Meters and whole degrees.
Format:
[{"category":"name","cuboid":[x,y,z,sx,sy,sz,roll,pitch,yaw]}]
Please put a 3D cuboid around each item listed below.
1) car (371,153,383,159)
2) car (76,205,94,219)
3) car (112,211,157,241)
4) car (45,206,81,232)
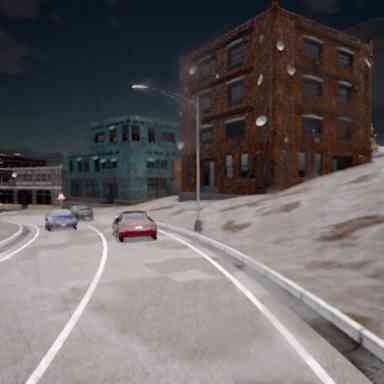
[{"category":"car","cuboid":[33.022,-5.961,57.167,2.002,1.452,4.674,0,1,9]},{"category":"car","cuboid":[-11.936,2.148,35.106,2.128,1.511,4.902,-2,-1,-35]},{"category":"car","cuboid":[-3.168,1.710,17.900,1.994,1.385,4.181,-1,-1,-18]},{"category":"car","cuboid":[-9.251,1.904,23.408,1.812,1.442,4.674,-1,-1,-26]}]
